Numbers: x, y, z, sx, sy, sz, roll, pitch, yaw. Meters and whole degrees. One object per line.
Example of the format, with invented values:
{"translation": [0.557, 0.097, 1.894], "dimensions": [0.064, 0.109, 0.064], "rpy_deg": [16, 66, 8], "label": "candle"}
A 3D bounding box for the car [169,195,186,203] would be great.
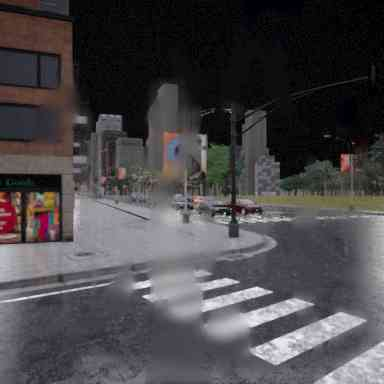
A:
{"translation": [-2.851, 1.327, 62.878], "dimensions": [1.812, 1.442, 4.674], "rpy_deg": [0, 0, -20], "label": "car"}

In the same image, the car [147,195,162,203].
{"translation": [-7.349, 1.407, 65.660], "dimensions": [1.994, 1.385, 4.181], "rpy_deg": [0, 0, -20], "label": "car"}

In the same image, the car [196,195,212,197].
{"translation": [1.803, 1.218, 40.689], "dimensions": [2.097, 1.767, 4.553], "rpy_deg": [0, 0, -20], "label": "car"}

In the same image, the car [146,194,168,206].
{"translation": [-5.018, 1.417, 49.754], "dimensions": [1.994, 1.385, 4.181], "rpy_deg": [0, 0, -20], "label": "car"}

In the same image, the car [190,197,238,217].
{"translation": [1.905, 1.448, 31.066], "dimensions": [2.033, 1.411, 5.357], "rpy_deg": [0, 0, -20], "label": "car"}

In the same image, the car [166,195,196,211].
{"translation": [-1.300, 1.443, 39.703], "dimensions": [1.994, 1.385, 4.181], "rpy_deg": [0, 0, -20], "label": "car"}

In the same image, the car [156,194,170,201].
{"translation": [-6.315, 1.184, 72.218], "dimensions": [1.837, 1.490, 4.892], "rpy_deg": [0, 0, -20], "label": "car"}

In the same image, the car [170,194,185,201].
{"translation": [-3.268, 1.149, 73.348], "dimensions": [1.882, 1.535, 5.008], "rpy_deg": [0, 0, -20], "label": "car"}

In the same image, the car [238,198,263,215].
{"translation": [4.977, 1.365, 32.207], "dimensions": [1.882, 1.535, 5.008], "rpy_deg": [0, 0, -21], "label": "car"}

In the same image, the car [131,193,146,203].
{"translation": [-10.387, 1.147, 64.502], "dimensions": [2.150, 2.045, 5.566], "rpy_deg": [0, 0, -20], "label": "car"}

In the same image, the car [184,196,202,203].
{"translation": [0.186, 1.389, 64.035], "dimensions": [1.895, 1.301, 4.718], "rpy_deg": [0, 0, -20], "label": "car"}
